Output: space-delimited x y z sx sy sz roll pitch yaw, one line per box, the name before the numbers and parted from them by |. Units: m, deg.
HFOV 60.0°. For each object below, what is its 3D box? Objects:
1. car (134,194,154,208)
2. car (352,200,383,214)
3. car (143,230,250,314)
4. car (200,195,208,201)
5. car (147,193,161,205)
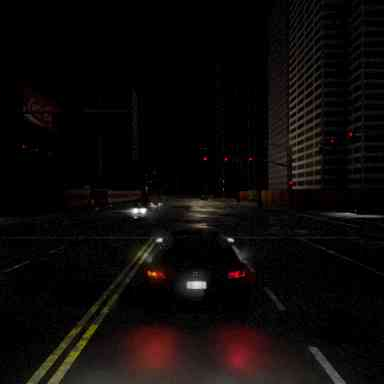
car | -7.214 1.491 48.086 2.128 1.511 4.902 0 0 0
car | 19.626 1.547 34.492 5.357 1.411 2.033 0 0 0
car | 0.076 1.564 7.706 1.994 1.385 4.181 0 0 0
car | 3.268 1.525 87.544 2.128 1.511 4.902 0 0 0
car | -7.229 1.222 58.213 2.150 2.045 5.566 0 0 0
